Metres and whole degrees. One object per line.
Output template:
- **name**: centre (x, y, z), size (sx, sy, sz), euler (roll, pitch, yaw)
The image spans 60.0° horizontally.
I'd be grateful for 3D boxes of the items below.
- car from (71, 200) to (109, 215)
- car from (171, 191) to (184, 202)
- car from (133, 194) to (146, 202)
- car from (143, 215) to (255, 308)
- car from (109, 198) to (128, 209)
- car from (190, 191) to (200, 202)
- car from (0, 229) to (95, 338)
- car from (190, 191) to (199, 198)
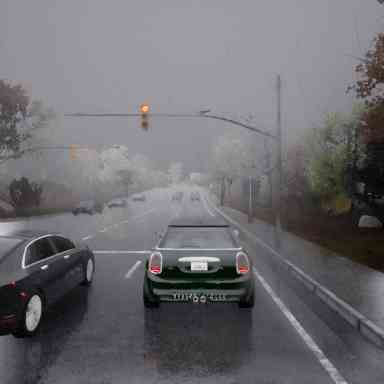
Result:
- **car**: centre (-10.368, 1.547, 33.641), size (2.033, 1.411, 5.357), euler (0, 0, 1)
- **car**: centre (-2.988, 1.070, 64.572), size (2.033, 1.411, 5.357), euler (0, 3, 1)
- **car**: centre (-10.046, 1.065, 63.367), size (1.882, 1.535, 5.008), euler (0, 3, 1)
- **car**: centre (0.142, 1.352, 8.092), size (2.097, 1.767, 4.553), euler (0, 0, 0)
- **car**: centre (-10.236, 1.564, 46.141), size (1.994, 1.385, 4.181), euler (0, 0, 1)
- **car**: centre (0.613, 1.053, 64.858), size (2.033, 1.411, 5.357), euler (0, 3, 1)
- **car**: centre (-3.378, 1.505, 6.591), size (1.837, 1.490, 4.892), euler (0, 0, 0)
- **car**: centre (0.605, 0.516, 75.115), size (2.033, 1.411, 5.357), euler (0, 3, 1)
